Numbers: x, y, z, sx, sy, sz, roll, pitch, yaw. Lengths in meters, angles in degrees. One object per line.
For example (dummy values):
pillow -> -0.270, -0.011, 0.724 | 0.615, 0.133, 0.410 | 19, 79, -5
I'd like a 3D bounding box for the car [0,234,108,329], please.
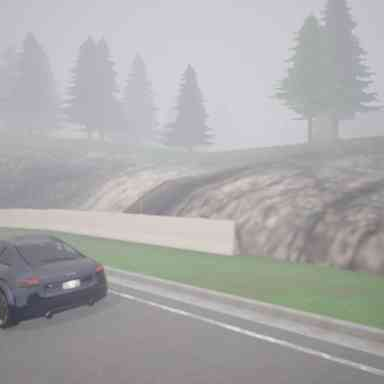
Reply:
car -> -3.697, 1.602, 7.128 | 4.181, 1.385, 1.994 | 0, -1, 39
